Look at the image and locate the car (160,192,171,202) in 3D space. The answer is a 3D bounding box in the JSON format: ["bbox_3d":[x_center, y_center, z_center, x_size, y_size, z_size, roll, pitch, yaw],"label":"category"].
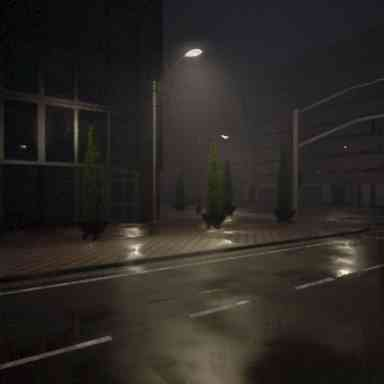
[{"bbox_3d":[-6.380,1.151,72.251,2.150,2.045,5.566,0,0,-35],"label":"car"}]

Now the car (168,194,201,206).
[{"bbox_3d":[-1.173,1.425,52.580,2.128,1.511,4.902,0,0,-35],"label":"car"}]

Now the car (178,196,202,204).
[{"bbox_3d":[-0.462,1.477,63.945,2.033,1.411,5.357,0,0,-35],"label":"car"}]
